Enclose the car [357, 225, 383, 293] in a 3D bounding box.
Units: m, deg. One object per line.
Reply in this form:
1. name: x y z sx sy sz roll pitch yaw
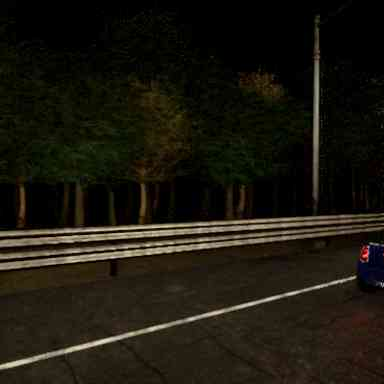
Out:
1. car: 6.024 1.490 8.037 4.553 1.767 2.097 1 -1 -35
